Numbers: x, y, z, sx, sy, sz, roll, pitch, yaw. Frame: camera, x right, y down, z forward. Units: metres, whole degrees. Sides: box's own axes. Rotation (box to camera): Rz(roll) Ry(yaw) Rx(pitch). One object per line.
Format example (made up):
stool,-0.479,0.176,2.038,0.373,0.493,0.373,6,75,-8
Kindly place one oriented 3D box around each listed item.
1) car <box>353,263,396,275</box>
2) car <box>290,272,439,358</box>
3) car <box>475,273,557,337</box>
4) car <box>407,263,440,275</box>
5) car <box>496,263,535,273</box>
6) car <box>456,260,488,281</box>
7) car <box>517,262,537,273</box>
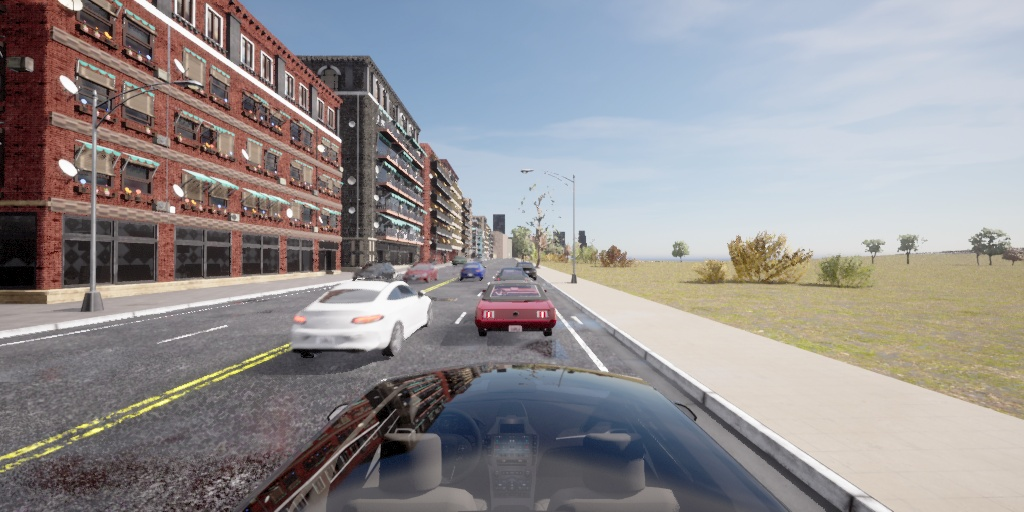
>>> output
car,-9.918,1.258,26.163,1.837,1.490,4.892,0,0,0
car,-3.170,1.277,8.386,1.812,1.442,4.674,0,0,0
car,0.077,1.352,10.311,1.895,1.301,4.718,0,0,0
car,-6.669,1.279,26.627,1.812,1.442,4.674,0,0,0
car,0.040,1.317,20.341,1.994,1.385,4.181,0,0,0
car,-3.230,1.279,30.159,1.812,1.442,4.674,0,0,0
car,1.059,1.259,30.335,1.837,1.490,4.892,0,0,0
